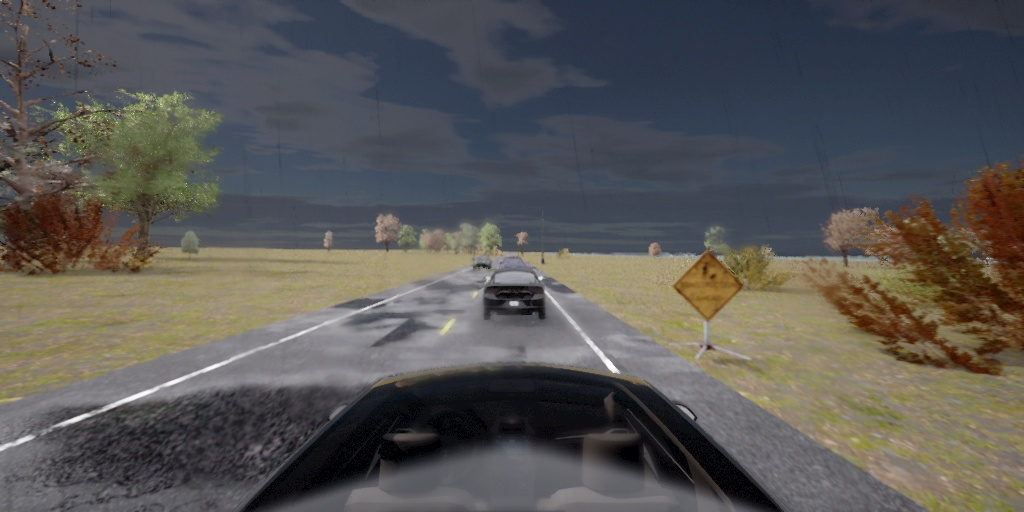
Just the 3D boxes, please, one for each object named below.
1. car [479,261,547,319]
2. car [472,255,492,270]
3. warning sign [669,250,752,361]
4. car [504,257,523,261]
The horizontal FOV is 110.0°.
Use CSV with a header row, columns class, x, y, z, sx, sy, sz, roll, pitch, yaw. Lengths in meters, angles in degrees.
class,x,y,z,sx,sy,sz,roll,pitch,yaw
car,0.084,1.125,12.350,1.882,1.535,5.008,0,1,0
car,-3.582,0.698,43.802,2.097,1.767,4.553,0,1,0
warning sign,3.551,0.819,6.532,1.300,1.860,1.060,0,0,0
car,0.087,0.850,27.867,2.097,1.767,4.553,0,1,0
